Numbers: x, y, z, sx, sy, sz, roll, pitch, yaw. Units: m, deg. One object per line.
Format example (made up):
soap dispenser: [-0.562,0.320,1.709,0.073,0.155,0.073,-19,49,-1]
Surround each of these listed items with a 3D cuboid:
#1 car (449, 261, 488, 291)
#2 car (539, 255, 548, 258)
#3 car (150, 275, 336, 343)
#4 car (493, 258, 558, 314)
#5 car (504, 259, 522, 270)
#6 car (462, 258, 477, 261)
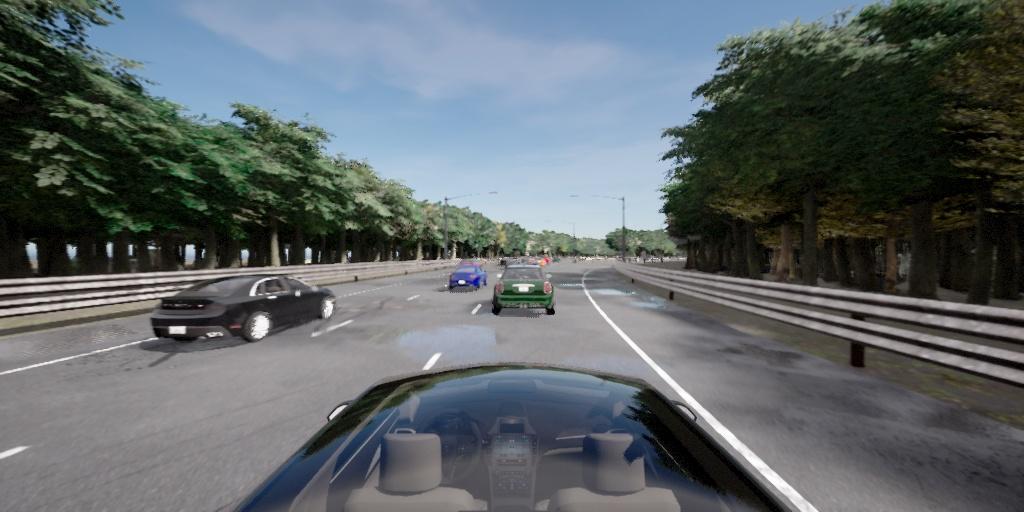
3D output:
car: [-2.611,1.269,21.955,1.812,1.442,4.674,0,0,3]
car: [4.613,1.024,61.141,2.097,1.767,4.553,0,0,8]
car: [-6.627,1.235,9.597,1.837,1.490,4.892,0,0,2]
car: [0.451,1.105,13.875,2.097,1.767,4.553,0,0,2]
car: [0.202,1.178,53.871,2.128,1.511,4.902,0,0,7]
car: [-4.732,1.044,41.157,2.097,1.767,4.553,0,0,6]
